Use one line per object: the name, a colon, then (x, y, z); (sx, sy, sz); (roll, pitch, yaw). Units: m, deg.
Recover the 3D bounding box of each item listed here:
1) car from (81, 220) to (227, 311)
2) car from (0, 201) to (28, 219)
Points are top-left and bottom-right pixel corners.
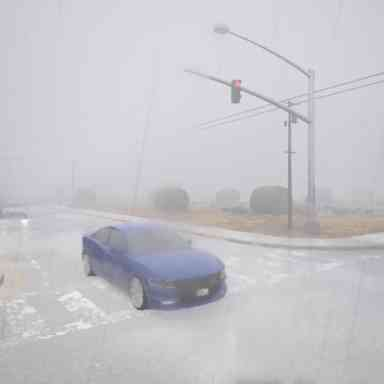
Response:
car: (-1.214, 1.522, 8.147); (1.882, 1.535, 5.008); (0, 1, -35)
car: (-15.660, 1.576, 29.051); (1.812, 1.442, 4.674); (0, 1, -35)
